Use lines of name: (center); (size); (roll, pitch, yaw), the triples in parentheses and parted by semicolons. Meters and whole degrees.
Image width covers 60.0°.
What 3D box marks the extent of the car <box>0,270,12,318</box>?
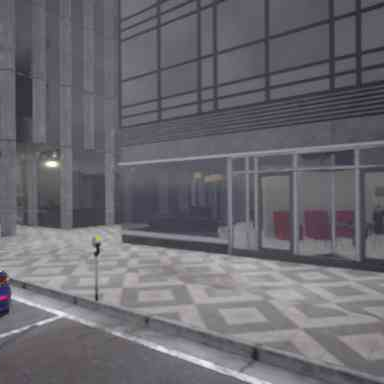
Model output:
car: (-5.125, 1.613, 6.172); (4.674, 1.442, 1.812); (-1, 0, 36)
